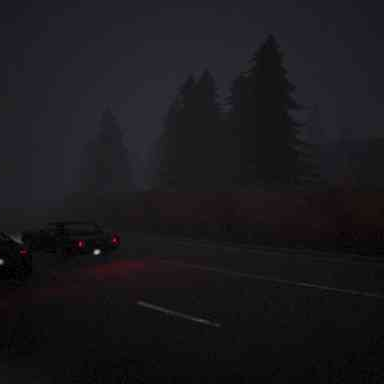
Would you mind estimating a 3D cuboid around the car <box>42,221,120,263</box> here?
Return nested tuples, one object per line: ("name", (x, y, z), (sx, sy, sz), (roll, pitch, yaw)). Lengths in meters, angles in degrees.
("car", (-4.875, 1.789, 12.909), (4.718, 1.301, 1.895), (-1, -1, 43))

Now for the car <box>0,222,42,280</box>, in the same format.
("car", (-6.266, 1.724, 9.488), (4.181, 1.385, 1.994), (-1, -1, 42))
